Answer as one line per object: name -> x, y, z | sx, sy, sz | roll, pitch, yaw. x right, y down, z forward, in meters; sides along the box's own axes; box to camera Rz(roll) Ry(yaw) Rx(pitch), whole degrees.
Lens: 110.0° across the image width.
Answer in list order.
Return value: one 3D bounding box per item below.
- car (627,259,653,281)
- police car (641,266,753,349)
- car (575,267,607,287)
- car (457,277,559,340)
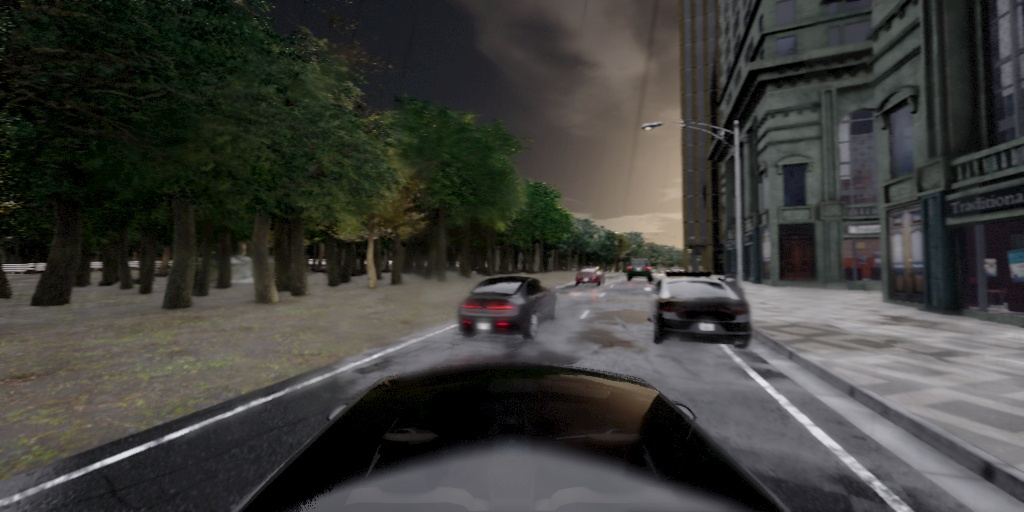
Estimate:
car -> 12.265, 1.331, 34.379 | 2.150, 2.045, 5.566 | -1, -1, 22
police car -> 4.645, 1.210, 9.519 | 1.930, 1.638, 5.238 | -1, -1, 18
car -> 6.063, 1.537, 27.619 | 1.812, 1.442, 4.674 | -1, -1, 20
car -> 0.105, 1.340, 10.400 | 1.837, 1.490, 4.892 | -1, 0, 18
